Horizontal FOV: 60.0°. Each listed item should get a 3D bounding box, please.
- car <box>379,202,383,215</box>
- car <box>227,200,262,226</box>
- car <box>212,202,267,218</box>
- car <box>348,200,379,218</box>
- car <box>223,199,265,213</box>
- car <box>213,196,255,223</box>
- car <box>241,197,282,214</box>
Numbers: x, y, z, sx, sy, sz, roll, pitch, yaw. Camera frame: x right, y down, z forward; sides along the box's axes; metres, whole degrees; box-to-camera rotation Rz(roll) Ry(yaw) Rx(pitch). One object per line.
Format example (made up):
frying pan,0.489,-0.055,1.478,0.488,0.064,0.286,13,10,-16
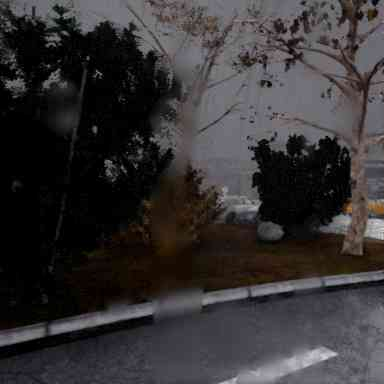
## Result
car,17.713,1.232,27.347,4.553,1.767,2.185,0,-1,-39
car,5.155,1.517,23.445,4.892,1.521,2.231,0,-1,-39
car,4.457,1.708,32.378,2.033,1.411,5.357,0,-1,-38
car,15.832,1.407,29.727,5.008,1.535,2.097,0,-1,-39
car,6.577,1.752,41.607,5.366,1.575,1.946,0,-1,-39
car,3.417,1.314,25.637,5.566,2.045,2.435,0,-1,-39
car,8.224,1.545,39.194,4.553,1.767,2.185,0,-1,-39
